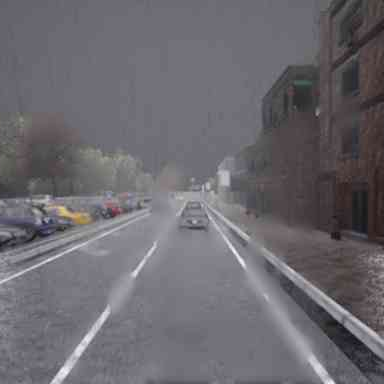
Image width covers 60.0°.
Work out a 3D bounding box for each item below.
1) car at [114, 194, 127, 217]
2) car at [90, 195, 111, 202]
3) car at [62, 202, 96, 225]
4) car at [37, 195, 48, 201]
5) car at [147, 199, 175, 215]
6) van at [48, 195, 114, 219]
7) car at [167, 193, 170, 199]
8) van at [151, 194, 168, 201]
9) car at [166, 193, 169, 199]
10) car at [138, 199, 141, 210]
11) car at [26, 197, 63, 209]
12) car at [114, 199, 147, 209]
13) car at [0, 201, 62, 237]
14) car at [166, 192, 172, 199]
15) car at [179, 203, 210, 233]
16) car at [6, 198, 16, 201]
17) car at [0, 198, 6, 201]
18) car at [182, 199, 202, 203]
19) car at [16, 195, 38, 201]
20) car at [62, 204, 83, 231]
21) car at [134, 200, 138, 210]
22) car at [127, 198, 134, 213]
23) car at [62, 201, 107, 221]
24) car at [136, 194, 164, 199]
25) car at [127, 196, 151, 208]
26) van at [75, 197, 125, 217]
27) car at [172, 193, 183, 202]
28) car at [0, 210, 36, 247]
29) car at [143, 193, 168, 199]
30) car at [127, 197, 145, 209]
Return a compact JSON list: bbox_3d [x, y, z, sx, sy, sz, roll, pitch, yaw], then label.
[{"bbox_3d":[-9.247,1.417,30.518,5.566,2.045,2.435,0,0,0],"label":"car"},{"bbox_3d":[-21.686,1.536,78.924,4.553,1.767,2.185,0,0,1],"label":"car"},{"bbox_3d":[-9.514,1.629,22.168,5.366,1.575,1.946,0,0,0],"label":"car"},{"bbox_3d":[-22.297,1.599,44.394,4.553,1.767,2.185,0,0,0],"label":"car"},{"bbox_3d":[-3.246,1.724,35.451,1.994,1.385,4.181,0,0,0],"label":"car"},{"bbox_3d":[-9.176,1.430,27.734,4.442,1.987,1.878,0,0,0],"label":"van"},{"bbox_3d":[-9.066,1.683,87.322,5.008,1.535,2.097,0,0,1],"label":"car"},{"bbox_3d":[-9.126,1.470,92.974,4.442,1.987,1.878,0,0,1],"label":"van"},{"bbox_3d":[-9.081,1.676,84.497,5.008,1.535,2.097,0,0,1],"label":"car"},{"bbox_3d":[-9.206,1.754,41.649,4.674,1.452,2.002,0,0,0],"label":"car"},{"bbox_3d":[-22.198,1.622,50.089,4.553,1.767,2.185,0,0,0],"label":"car"},{"bbox_3d":[-9.165,1.789,49.857,4.674,1.452,2.002,-1,0,1],"label":"car"},{"bbox_3d":[-9.334,1.481,16.600,4.553,1.767,2.185,0,0,0],"label":"car"},{"bbox_3d":[-9.007,1.438,90.148,5.566,2.045,2.435,0,0,1],"label":"car"},{"bbox_3d":[0.152,1.651,20.302,2.033,1.411,5.357,0,0,0],"label":"car"},{"bbox_3d":[-22.287,1.564,36.164,4.553,1.767,2.185,0,0,0],"label":"car"},{"bbox_3d":[-22.366,1.427,33.255,5.566,2.045,2.435,0,0,0],"label":"car"},{"bbox_3d":[0.218,1.676,42.109,2.128,1.511,4.902,0,0,0],"label":"car"},{"bbox_3d":[-22.315,1.587,41.609,4.553,1.767,2.185,0,0,0],"label":"car"},{"bbox_3d":[-9.353,1.620,19.384,4.892,1.521,2.231,0,0,0],"label":"car"},{"bbox_3d":[-9.192,1.732,38.866,4.792,1.488,2.163,0,0,0],"label":"car"},{"bbox_3d":[-9.233,1.692,36.083,4.892,1.521,2.231,0,0,0],"label":"car"},{"bbox_3d":[-9.305,1.645,24.950,4.892,1.521,2.231,0,0,0],"label":"car"},{"bbox_3d":[-9.219,1.680,73.193,4.792,1.488,2.163,0,0,1],"label":"car"},{"bbox_3d":[-8.982,1.735,47.214,5.366,1.575,1.946,0,0,0],"label":"car"},{"bbox_3d":[-9.142,1.453,33.176,4.442,1.987,1.878,0,0,0],"label":"van"},{"bbox_3d":[-3.025,1.533,76.946,1.882,1.535,5.008,0,0,0],"label":"car"},{"bbox_3d":[-9.386,1.633,13.817,4.674,1.452,2.002,0,0,0],"label":"car"},{"bbox_3d":[-9.298,1.667,81.672,5.366,1.575,1.946,0,0,1],"label":"car"},{"bbox_3d":[-9.214,1.756,44.433,4.792,1.488,2.163,0,0,0],"label":"car"}]
